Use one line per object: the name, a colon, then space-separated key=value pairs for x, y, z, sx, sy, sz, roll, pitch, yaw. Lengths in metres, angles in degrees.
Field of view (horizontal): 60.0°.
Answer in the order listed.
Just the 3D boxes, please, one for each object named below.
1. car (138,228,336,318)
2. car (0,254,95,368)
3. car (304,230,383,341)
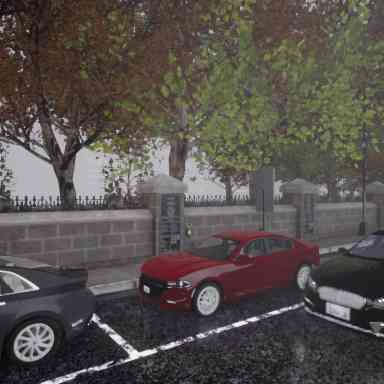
car: x=0.999 y=1.545 z=7.414 sx=4.507 sy=1.381 sz=1.887 roll=0 pitch=0 yaw=-35
car: x=-3.489 y=1.551 z=4.166 sx=4.403 sy=1.369 sz=2.008 roll=0 pitch=0 yaw=-35
car: x=4.144 y=1.493 z=6.314 sx=4.902 sy=1.511 sz=2.128 roll=0 pitch=0 yaw=-35
